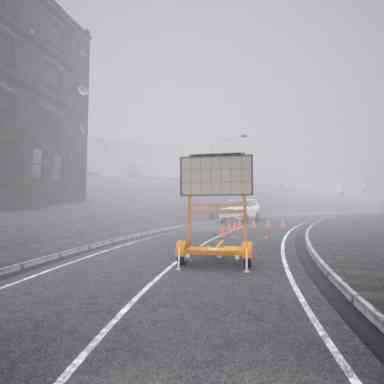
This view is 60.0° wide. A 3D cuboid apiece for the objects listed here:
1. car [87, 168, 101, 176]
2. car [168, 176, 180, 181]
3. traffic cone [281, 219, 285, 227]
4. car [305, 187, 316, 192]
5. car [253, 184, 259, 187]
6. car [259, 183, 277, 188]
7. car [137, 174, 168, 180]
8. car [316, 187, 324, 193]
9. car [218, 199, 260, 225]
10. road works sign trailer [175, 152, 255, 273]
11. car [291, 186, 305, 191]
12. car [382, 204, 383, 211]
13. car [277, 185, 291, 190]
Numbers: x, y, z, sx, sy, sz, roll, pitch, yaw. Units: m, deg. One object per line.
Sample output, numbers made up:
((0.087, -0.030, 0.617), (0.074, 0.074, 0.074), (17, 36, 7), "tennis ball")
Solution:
((-16.331, -2.843, 50.930), (4.553, 1.767, 2.185), (2, -5, -33), "car")
((-2.502, -2.118, 59.832), (4.892, 1.521, 2.231), (3, -5, -33), "car")
((6.252, 2.135, 22.870), (0.340, 0.580, 0.340), (-2, -1, 17), "traffic cone")
((28.271, -0.381, 83.548), (4.553, 1.767, 2.185), (4, -6, -41), "car")
((11.075, -1.505, 69.396), (4.553, 1.767, 2.185), (3, -6, -36), "car")
((15.601, -1.078, 72.883), (4.792, 1.488, 2.163), (3, -6, -38), "car")
((-7.136, -2.327, 56.840), (4.892, 1.521, 2.231), (2, -5, -33), "car")
((32.411, -0.170, 87.330), (5.566, 2.045, 2.435), (5, -6, -42), "car")
((4.103, 1.608, 28.290), (2.150, 2.045, 5.566), (-3, -2, 29), "car")
((0.841, 0.529, 11.043), (2.380, 3.560, 2.880), (-1, -1, 12), "road works sign trailer")
((24.044, -0.565, 79.823), (4.892, 1.521, 2.231), (4, -6, -40), "car")
((34.761, 2.286, 56.755), (5.566, 2.045, 2.150), (1, -4, -31), "car")
((19.898, -0.799, 76.337), (4.674, 1.452, 2.002), (4, -6, -39), "car")
